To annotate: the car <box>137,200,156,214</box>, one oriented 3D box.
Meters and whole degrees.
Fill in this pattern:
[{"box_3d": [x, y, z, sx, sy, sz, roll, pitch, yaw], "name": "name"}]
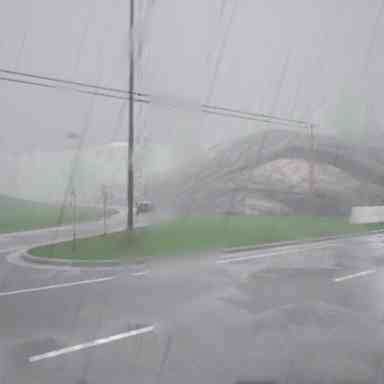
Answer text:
[{"box_3d": [-5.098, 1.619, 36.977, 1.882, 1.535, 5.008, 1, 0, -10], "name": "car"}]
